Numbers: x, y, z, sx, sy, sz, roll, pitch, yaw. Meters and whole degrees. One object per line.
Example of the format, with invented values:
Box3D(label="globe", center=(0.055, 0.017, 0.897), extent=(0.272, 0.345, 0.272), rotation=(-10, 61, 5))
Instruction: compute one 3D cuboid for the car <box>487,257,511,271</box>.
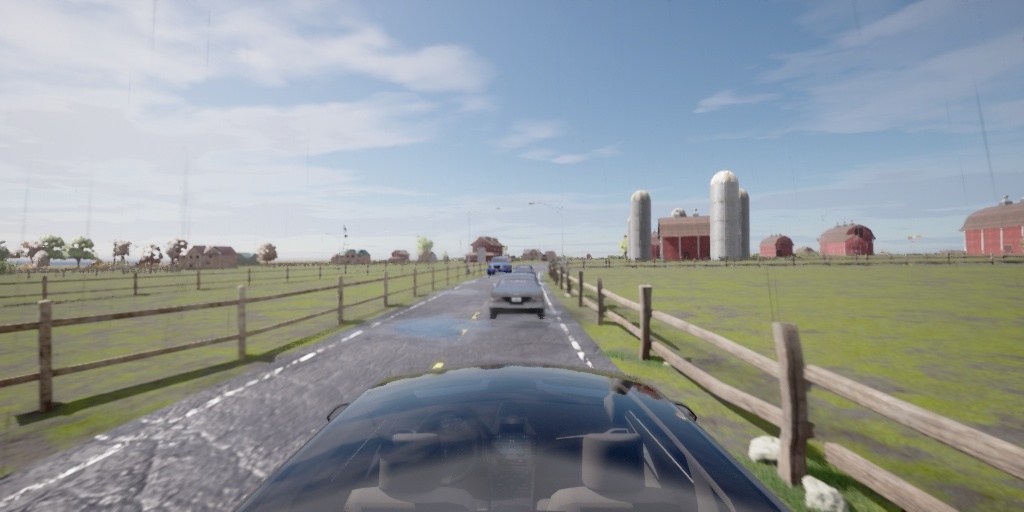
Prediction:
Box3D(label="car", center=(-1.283, 1.090, 38.736), extent=(2.150, 2.045, 5.566), rotation=(0, 0, 5))

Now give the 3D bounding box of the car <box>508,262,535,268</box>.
Box3D(label="car", center=(1.045, 1.406, 30.717), extent=(1.994, 1.385, 4.181), rotation=(0, 0, 4))

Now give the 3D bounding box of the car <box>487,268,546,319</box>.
Box3D(label="car", center=(0.228, 1.335, 13.022), extent=(2.033, 1.411, 5.357), rotation=(0, 0, 2))
